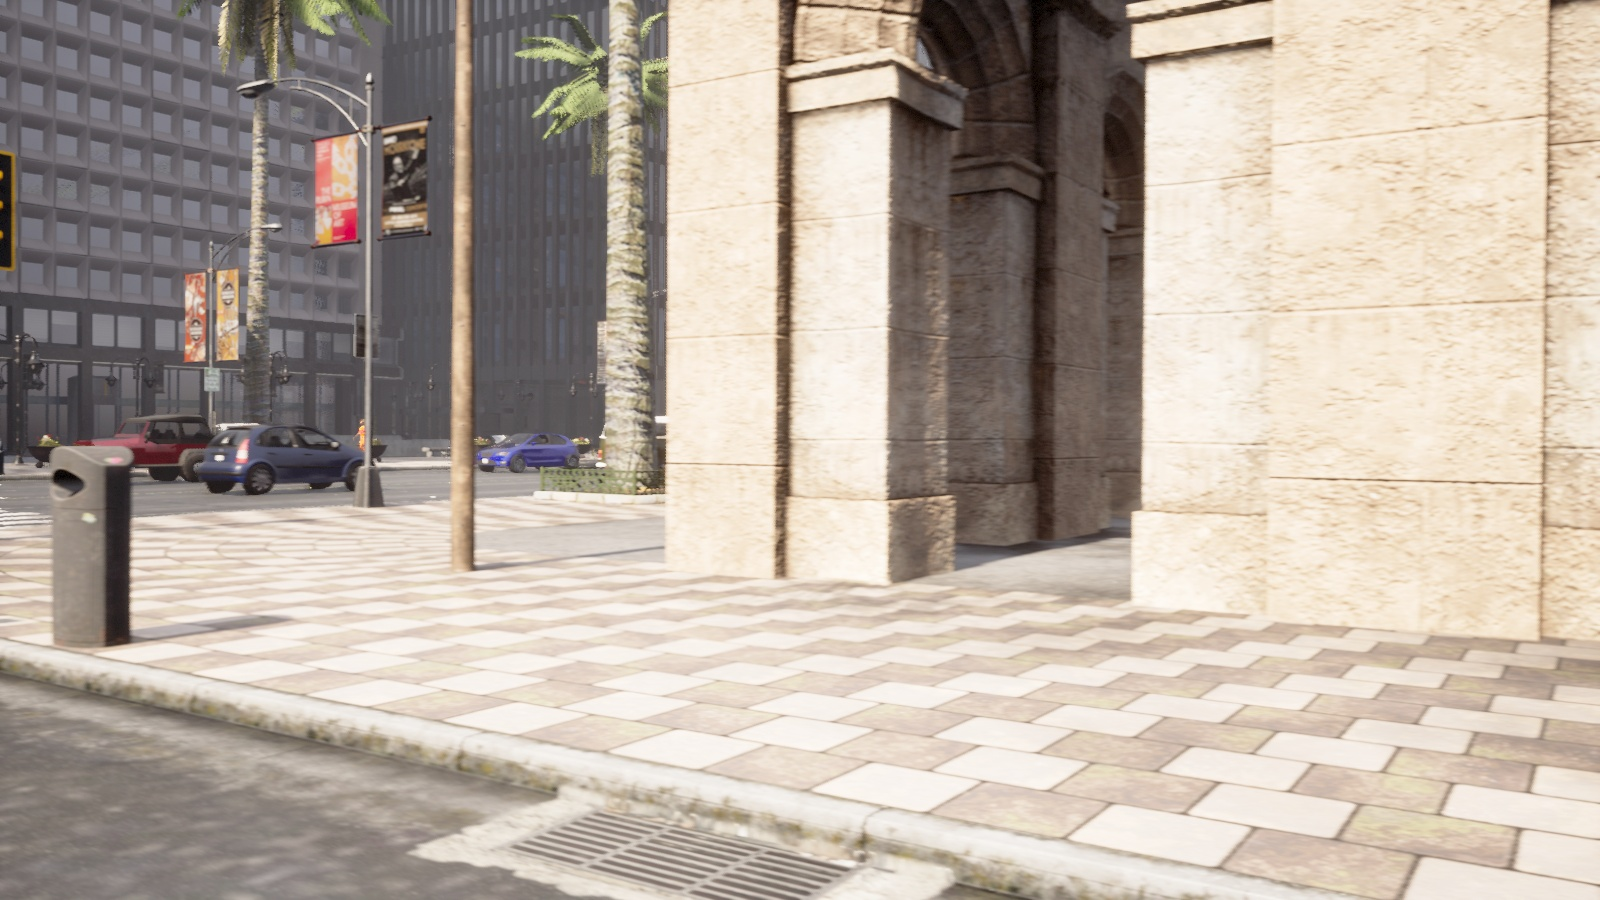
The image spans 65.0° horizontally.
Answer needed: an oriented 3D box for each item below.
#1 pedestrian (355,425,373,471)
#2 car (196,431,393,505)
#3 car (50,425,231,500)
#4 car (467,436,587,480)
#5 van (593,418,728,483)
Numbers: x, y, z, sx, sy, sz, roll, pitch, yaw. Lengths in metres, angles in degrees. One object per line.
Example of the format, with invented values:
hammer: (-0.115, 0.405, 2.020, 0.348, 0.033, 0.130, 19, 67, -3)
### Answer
pedestrian: (-17.576, -0.071, 50.612, 0.345, 1.836, 0.594, 0, 1, 39)
car: (-11.961, 0.374, 29.958, 1.851, 1.617, 3.988, 0, 1, 33)
car: (-17.725, 0.283, 33.909, 1.905, 1.878, 3.866, 0, 1, 34)
car: (-9.930, 0.265, 45.929, 1.816, 1.474, 4.193, 0, 1, 33)
van: (-4.520, -0.024, 41.360, 2.069, 2.038, 4.480, 0, 1, 32)
